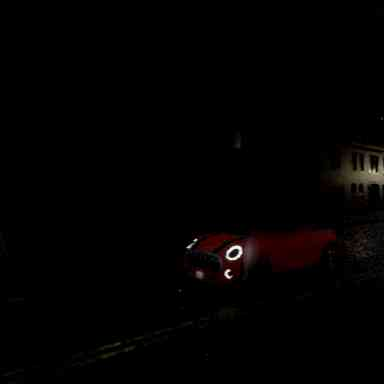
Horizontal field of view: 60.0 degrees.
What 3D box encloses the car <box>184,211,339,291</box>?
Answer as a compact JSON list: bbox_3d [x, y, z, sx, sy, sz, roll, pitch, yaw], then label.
[{"bbox_3d":[1.999,1.353,9.140,4.553,1.767,2.097,0,0,-36],"label":"car"}]
